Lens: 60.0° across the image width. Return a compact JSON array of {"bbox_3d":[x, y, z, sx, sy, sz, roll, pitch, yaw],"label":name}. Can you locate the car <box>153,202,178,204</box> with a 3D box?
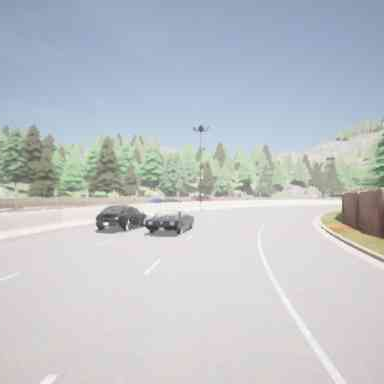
[{"bbox_3d":[-3.764,1.790,52.067,1.837,1.490,4.892,0,-1,29],"label":"car"}]

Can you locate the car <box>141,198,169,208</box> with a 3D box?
[{"bbox_3d":[-6.047,1.759,55.079,1.882,1.535,5.008,0,0,31],"label":"car"}]

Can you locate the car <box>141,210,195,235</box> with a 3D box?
[{"bbox_3d":[-1.144,1.713,19.864,1.895,1.301,4.718,0,0,13],"label":"car"}]

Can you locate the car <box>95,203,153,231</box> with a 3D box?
[{"bbox_3d":[-4.367,1.595,21.265,1.837,1.490,4.892,0,0,13],"label":"car"}]
